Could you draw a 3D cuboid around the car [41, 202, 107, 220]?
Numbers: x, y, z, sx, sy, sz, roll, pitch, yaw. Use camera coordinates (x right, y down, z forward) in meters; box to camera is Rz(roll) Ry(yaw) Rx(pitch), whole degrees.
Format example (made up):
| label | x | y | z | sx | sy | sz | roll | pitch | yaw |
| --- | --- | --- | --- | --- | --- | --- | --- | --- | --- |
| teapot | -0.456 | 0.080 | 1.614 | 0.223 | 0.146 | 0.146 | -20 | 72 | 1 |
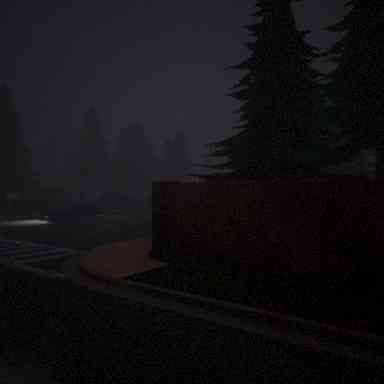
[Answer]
| label | x | y | z | sx | sy | sz | roll | pitch | yaw |
| --- | --- | --- | --- | --- | --- | --- | --- | --- | --- |
| car | -9.668 | 1.514 | 27.725 | 2.033 | 1.411 | 5.357 | 0 | 0 | 35 |
